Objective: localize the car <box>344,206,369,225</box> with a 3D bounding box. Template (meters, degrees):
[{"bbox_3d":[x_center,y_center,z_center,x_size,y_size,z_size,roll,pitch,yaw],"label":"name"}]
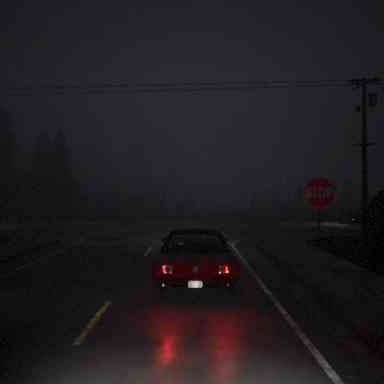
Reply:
[{"bbox_3d":[13.852,1.671,24.594,4.892,1.490,1.837,0,0,3],"label":"car"}]

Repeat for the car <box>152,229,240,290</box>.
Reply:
[{"bbox_3d":[0.090,1.677,9.246,1.895,1.301,4.718,0,0,0],"label":"car"}]
